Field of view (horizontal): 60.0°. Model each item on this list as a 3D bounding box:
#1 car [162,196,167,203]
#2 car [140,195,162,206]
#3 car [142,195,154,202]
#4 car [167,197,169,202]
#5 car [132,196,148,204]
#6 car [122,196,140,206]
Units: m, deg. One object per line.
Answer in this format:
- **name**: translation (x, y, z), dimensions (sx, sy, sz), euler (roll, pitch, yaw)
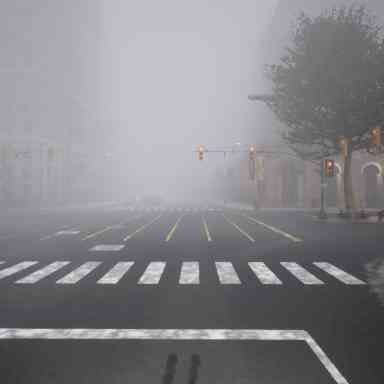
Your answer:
- **car**: translation (-6.538, 1.492, 63.295), dimensions (2.128, 1.511, 4.902), euler (0, 0, 2)
- **car**: translation (-6.638, 1.352, 54.154), dimensions (2.097, 1.767, 4.553), euler (0, 0, 1)
- **car**: translation (-9.806, 1.524, 74.555), dimensions (1.812, 1.442, 4.674), euler (0, 0, 1)
- **car**: translation (-6.323, 1.524, 73.568), dimensions (1.812, 1.442, 4.674), euler (0, 0, 1)
- **car**: translation (-10.008, 1.547, 64.597), dimensions (2.033, 1.411, 5.357), euler (0, 0, 2)
- **car**: translation (-10.121, 1.601, 54.845), dimensions (1.895, 1.301, 4.718), euler (0, 0, 1)
